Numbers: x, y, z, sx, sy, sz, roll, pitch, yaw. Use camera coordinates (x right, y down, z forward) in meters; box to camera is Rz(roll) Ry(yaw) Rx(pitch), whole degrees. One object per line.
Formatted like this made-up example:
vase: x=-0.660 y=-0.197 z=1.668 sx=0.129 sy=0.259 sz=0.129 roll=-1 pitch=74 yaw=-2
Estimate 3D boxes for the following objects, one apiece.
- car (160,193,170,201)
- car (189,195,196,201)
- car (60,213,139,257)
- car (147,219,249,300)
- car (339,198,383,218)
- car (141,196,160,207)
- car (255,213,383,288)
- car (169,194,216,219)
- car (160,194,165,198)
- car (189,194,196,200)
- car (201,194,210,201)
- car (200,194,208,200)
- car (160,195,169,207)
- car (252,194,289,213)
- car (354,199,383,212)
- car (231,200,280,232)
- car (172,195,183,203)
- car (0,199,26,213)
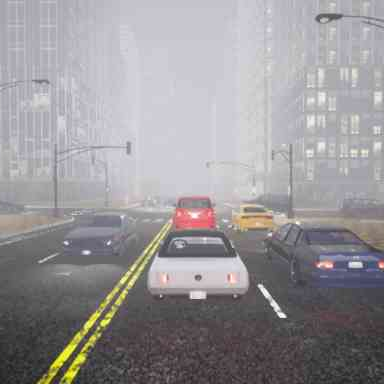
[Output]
car: x=-6.415 y=1.257 z=80.589 sx=2.097 sy=1.767 sz=4.553 roll=0 pitch=0 yaw=0
car: x=0.087 y=1.424 z=82.154 sx=1.812 sy=1.442 sz=4.674 roll=0 pitch=0 yaw=0
car: x=-3.339 y=1.537 z=13.207 sx=2.033 sy=1.411 sz=5.357 roll=0 pitch=0 yaw=0
car: x=0.110 y=1.595 z=8.300 sx=1.895 sy=1.301 sz=4.718 roll=0 pitch=0 yaw=0
car: x=16.234 y=1.509 z=30.731 sx=5.009 sy=1.841 sz=2.192 roll=1 pitch=0 yaw=1
car: x=-6.541 y=1.441 z=50.715 sx=2.128 sy=1.511 sz=4.902 roll=0 pitch=0 yaw=0
car: x=3.364 y=1.541 z=9.327 sx=2.033 sy=1.411 sz=5.357 roll=0 pitch=0 yaw=0
car: x=0.119 y=1.207 z=18.059 sx=2.150 sy=2.045 sz=5.566 roll=0 pitch=0 yaw=0
car: x=-6.490 y=1.413 z=60.389 sx=1.882 sy=1.535 sz=5.008 roll=0 pitch=0 yaw=-1
car: x=0.098 y=1.405 z=91.955 sx=1.812 sy=1.442 sz=4.674 roll=0 pitch=0 yaw=0
car: x=3.337 y=1.378 z=82.011 sx=1.882 sy=1.535 sz=5.008 roll=0 pitch=0 yaw=0
car: x=3.348 y=1.420 z=92.370 sx=2.033 sy=1.411 sz=5.357 roll=0 pitch=0 yaw=0
car: x=-3.285 y=1.513 z=51.149 sx=1.994 sy=1.385 sz=4.181 roll=0 pitch=0 yaw=0
car: x=7.993 y=1.255 z=36.261 sx=5.566 sy=2.045 sz=2.150 roll=1 pitch=1 yaw=-6
car: x=21.851 y=1.630 z=39.012 sx=4.829 sy=1.417 sz=1.752 roll=1 pitch=0 yaw=1
car: x=3.374 y=1.462 z=19.145 sx=1.882 sy=1.535 sz=5.008 roll=0 pitch=0 yaw=1
car: x=-3.175 y=1.443 z=71.497 sx=2.128 sy=1.511 sz=4.902 roll=0 pitch=0 yaw=0
car: x=-19.357 y=1.397 z=33.943 sx=4.181 sy=1.385 sz=1.994 roll=1 pitch=1 yaw=1
